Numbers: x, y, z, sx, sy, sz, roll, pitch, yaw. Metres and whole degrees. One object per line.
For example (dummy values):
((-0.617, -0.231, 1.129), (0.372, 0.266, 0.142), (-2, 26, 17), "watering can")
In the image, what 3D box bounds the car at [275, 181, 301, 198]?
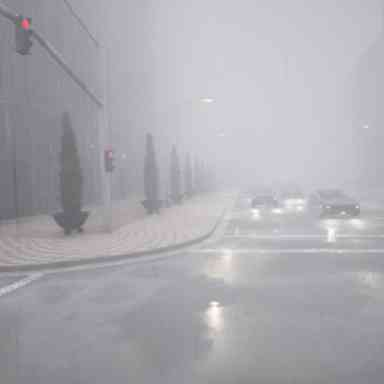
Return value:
((10.433, -0.233, 35.468), (2.128, 1.511, 4.902), (-1, 2, 9), "car")

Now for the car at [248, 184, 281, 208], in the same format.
((5.401, 0.350, 25.271), (1.812, 1.442, 4.674), (-1, 2, 9), "car")

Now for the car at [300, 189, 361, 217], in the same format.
((7.846, 0.542, 18.994), (2.033, 1.411, 5.357), (-1, 2, 9), "car")

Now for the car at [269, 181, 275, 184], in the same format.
((13.400, -1.030, 53.831), (1.882, 1.535, 5.008), (-1, 2, 9), "car")

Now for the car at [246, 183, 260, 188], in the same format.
((7.586, -0.317, 39.817), (2.128, 1.511, 4.902), (-1, 2, 10), "car")
